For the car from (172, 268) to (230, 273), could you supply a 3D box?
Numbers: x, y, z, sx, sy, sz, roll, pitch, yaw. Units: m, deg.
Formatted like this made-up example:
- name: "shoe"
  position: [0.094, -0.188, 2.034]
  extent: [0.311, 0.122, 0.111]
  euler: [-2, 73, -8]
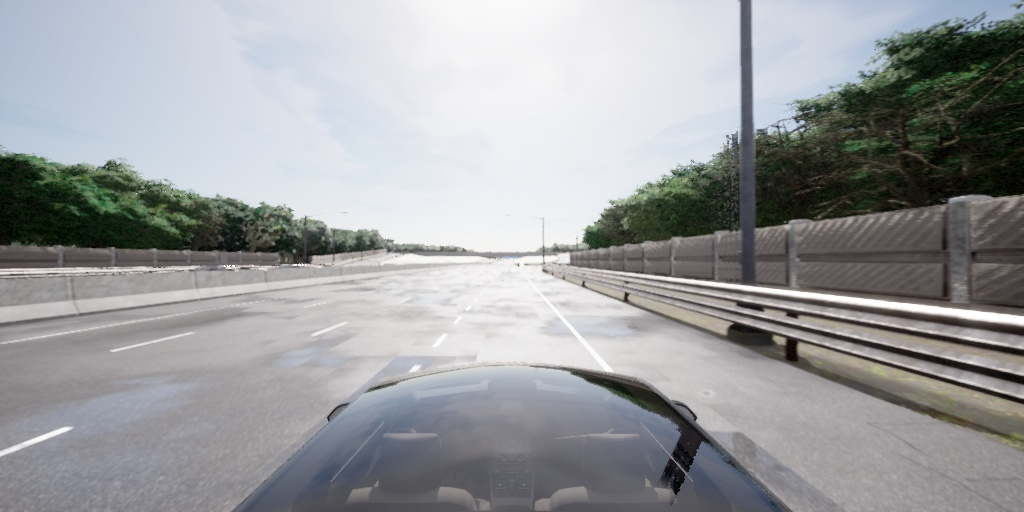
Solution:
- name: "car"
  position: [-21.171, 1.653, 23.134]
  extent: [1.895, 1.301, 4.718]
  euler: [0, -1, 0]

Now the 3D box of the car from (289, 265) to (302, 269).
- name: "car"
  position: [-28.179, 1.858, 45.148]
  extent: [1.837, 1.490, 4.892]
  euler: [0, -1, 0]

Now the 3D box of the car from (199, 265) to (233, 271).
- name: "car"
  position: [-31.692, 1.736, 37.475]
  extent: [1.882, 1.535, 5.008]
  euler: [0, -1, 0]

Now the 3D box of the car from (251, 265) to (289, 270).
- name: "car"
  position: [-24.691, 1.783, 35.499]
  extent: [1.994, 1.385, 4.181]
  euler: [0, -1, 0]
